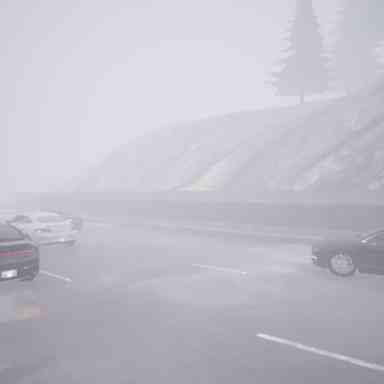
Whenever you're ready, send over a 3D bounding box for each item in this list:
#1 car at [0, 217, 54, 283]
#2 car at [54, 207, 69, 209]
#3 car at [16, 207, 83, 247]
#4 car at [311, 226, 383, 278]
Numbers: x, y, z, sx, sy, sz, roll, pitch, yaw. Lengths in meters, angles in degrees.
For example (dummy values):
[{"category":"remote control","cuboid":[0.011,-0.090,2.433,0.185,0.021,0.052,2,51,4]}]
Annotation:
[{"category":"car","cuboid":[-5.802,1.520,8.734,4.892,1.490,1.837,0,0,40]},{"category":"car","cuboid":[-8.493,1.605,20.572,4.181,1.385,1.994,0,0,44]},{"category":"car","cuboid":[-6.596,1.553,14.024,4.674,1.442,1.812,0,0,42]},{"category":"car","cuboid":[5.674,1.537,8.646,4.892,1.490,1.837,0,0,36]}]
